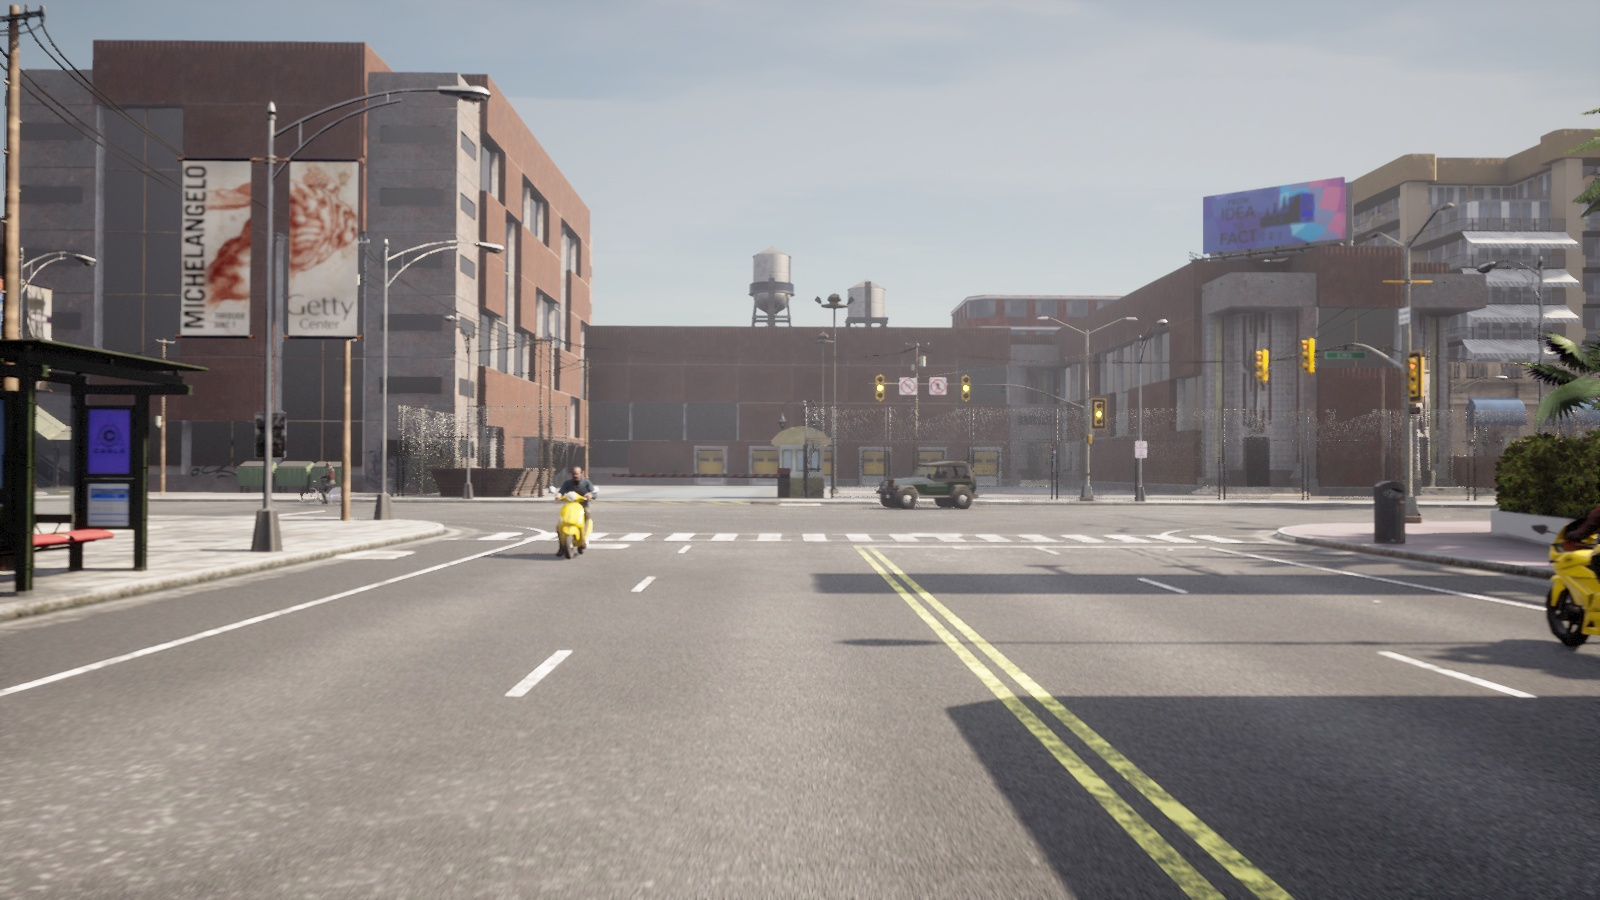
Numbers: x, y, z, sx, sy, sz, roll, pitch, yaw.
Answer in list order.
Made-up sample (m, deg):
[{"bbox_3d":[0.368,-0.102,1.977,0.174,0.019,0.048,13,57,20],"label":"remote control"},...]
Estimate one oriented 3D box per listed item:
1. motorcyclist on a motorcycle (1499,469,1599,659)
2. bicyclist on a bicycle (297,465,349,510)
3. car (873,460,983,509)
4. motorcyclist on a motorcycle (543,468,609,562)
[{"bbox_3d":[6.826,0.924,10.485,0.797,1.523,2.044,0,-1,-1],"label":"motorcyclist on a motorcycle"},{"bbox_3d":[-19.160,1.510,50.490,1.843,1.776,0.659,0,-1,0],"label":"bicyclist on a bicycle"},{"bbox_3d":[5.011,1.323,49.290,3.866,1.878,1.905,0,-1,-16],"label":"car"},{"bbox_3d":[-3.915,1.110,22.095,0.866,1.590,1.817,0,-1,-1],"label":"motorcyclist on a motorcycle"}]
